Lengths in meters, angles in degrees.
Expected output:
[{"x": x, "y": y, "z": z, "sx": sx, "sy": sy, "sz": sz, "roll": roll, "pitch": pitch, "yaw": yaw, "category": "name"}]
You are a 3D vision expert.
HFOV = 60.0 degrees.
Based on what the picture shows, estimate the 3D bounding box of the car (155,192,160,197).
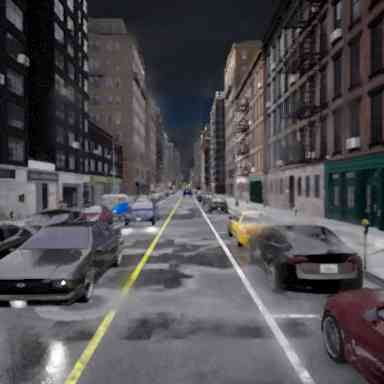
[{"x": -5.996, "y": 1.013, "z": 46.092, "sx": 1.947, "sy": 1.339, "sz": 4.313, "roll": 0, "pitch": 1, "yaw": -1, "category": "car"}]

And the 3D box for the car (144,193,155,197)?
[{"x": -5.921, "y": 1.045, "z": 40.510, "sx": 1.752, "sy": 1.417, "sz": 4.829, "roll": 0, "pitch": 1, "yaw": -1, "category": "car"}]

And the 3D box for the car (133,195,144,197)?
[{"x": -5.778, "y": 1.096, "z": 29.856, "sx": 1.967, "sy": 1.590, "sz": 4.097, "roll": 0, "pitch": 1, "yaw": -1, "category": "car"}]

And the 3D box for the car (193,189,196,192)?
[{"x": 1.665, "y": 0.619, "z": 73.250, "sx": 1.802, "sy": 1.307, "sz": 4.206, "roll": 0, "pitch": 1, "yaw": -1, "category": "car"}]

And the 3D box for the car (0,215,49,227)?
[{"x": -5.486, "y": 1.497, "z": 8.210, "sx": 1.947, "sy": 1.339, "sz": 4.313, "roll": 0, "pitch": 1, "yaw": -1, "category": "car"}]

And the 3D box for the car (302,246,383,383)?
[{"x": 2.611, "y": 1.526, "z": 2.897, "sx": 1.802, "sy": 1.307, "sz": 4.206, "roll": 0, "pitch": 1, "yaw": -1, "category": "car"}]

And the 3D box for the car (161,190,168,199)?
[{"x": -6.214, "y": 0.788, "z": 62.328, "sx": 2.008, "sy": 1.369, "sz": 4.403, "roll": 0, "pitch": 1, "yaw": -1, "category": "car"}]

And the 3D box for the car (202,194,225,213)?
[{"x": 2.247, "y": 1.152, "z": 29.955, "sx": 2.008, "sy": 1.369, "sz": 4.403, "roll": 0, "pitch": 1, "yaw": -1, "category": "car"}]

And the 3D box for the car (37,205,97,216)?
[{"x": -5.559, "y": 1.429, "z": 13.622, "sx": 1.947, "sy": 1.339, "sz": 4.313, "roll": 0, "pitch": 1, "yaw": -1, "category": "car"}]

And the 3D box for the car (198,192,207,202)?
[{"x": 2.101, "y": 1.013, "z": 40.779, "sx": 2.008, "sy": 1.369, "sz": 4.403, "roll": 0, "pitch": 1, "yaw": -1, "category": "car"}]

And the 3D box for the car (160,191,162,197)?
[{"x": -6.066, "y": 0.906, "z": 51.333, "sx": 1.752, "sy": 1.417, "sz": 4.829, "roll": 0, "pitch": 1, "yaw": -1, "category": "car"}]

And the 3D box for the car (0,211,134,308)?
[{"x": -2.954, "y": 1.462, "z": 8.227, "sx": 2.033, "sy": 1.411, "sz": 5.357, "roll": 0, "pitch": 1, "yaw": -1, "category": "car"}]

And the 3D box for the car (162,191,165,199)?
[{"x": -6.141, "y": 0.890, "z": 56.916, "sx": 1.802, "sy": 1.307, "sz": 4.206, "roll": 0, "pitch": 1, "yaw": -1, "category": "car"}]

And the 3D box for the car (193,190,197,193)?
[{"x": 1.735, "y": 0.633, "z": 68.007, "sx": 1.752, "sy": 1.417, "sz": 4.829, "roll": 0, "pitch": 1, "yaw": -1, "category": "car"}]

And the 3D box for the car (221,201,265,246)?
[{"x": 2.463, "y": 1.331, "z": 13.889, "sx": 1.752, "sy": 1.417, "sz": 4.829, "roll": 0, "pitch": 1, "yaw": -1, "category": "car"}]

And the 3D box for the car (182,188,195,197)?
[{"x": -1.034, "y": 0.064, "z": 77.514, "sx": 2.150, "sy": 2.045, "sz": 5.566, "roll": 0, "pitch": 1, "yaw": -1, "category": "car"}]

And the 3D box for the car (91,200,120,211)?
[{"x": -5.631, "y": 1.376, "z": 19.034, "sx": 1.802, "sy": 1.307, "sz": 4.206, "roll": 0, "pitch": 1, "yaw": -1, "category": "car"}]

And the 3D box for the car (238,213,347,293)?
[{"x": 2.539, "y": 1.442, "z": 8.308, "sx": 1.947, "sy": 1.339, "sz": 4.313, "roll": 0, "pitch": 1, "yaw": -1, "category": "car"}]

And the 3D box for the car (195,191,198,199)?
[{"x": 1.956, "y": 0.889, "z": 51.602, "sx": 1.947, "sy": 1.339, "sz": 4.313, "roll": 0, "pitch": 1, "yaw": -1, "category": "car"}]

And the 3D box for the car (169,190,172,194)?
[{"x": -6.434, "y": 0.334, "z": 78.560, "sx": 2.192, "sy": 1.841, "sz": 5.009, "roll": 0, "pitch": 1, "yaw": -1, "category": "car"}]

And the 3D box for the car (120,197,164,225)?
[{"x": -3.109, "y": 1.272, "z": 21.514, "sx": 1.812, "sy": 1.442, "sz": 4.674, "roll": 0, "pitch": 1, "yaw": 0, "category": "car"}]

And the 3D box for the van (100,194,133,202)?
[{"x": -5.706, "y": 1.066, "z": 24.443, "sx": 1.690, "sy": 1.788, "sz": 3.998, "roll": 0, "pitch": 1, "yaw": -1, "category": "van"}]
